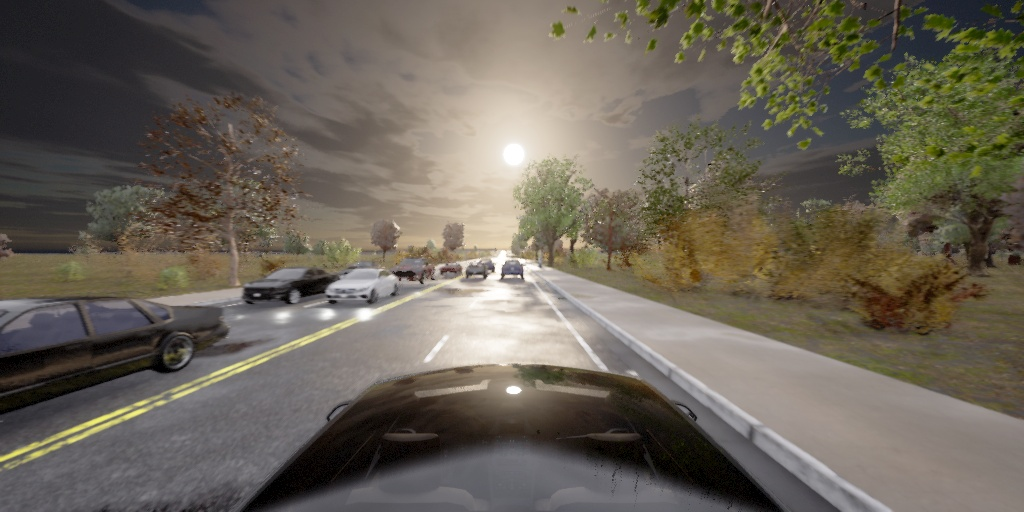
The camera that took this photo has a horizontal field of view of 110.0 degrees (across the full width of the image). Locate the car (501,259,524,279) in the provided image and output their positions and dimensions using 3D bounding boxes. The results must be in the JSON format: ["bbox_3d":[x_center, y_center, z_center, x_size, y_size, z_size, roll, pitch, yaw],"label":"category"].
[{"bbox_3d":[0.041,1.111,33.422,2.097,1.767,4.553,0,0,0],"label":"car"}]

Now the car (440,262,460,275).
[{"bbox_3d":[-6.458,1.348,38.448,1.895,1.301,4.718,0,0,0],"label":"car"}]

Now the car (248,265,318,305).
[{"bbox_3d":[-9.827,1.217,16.319,1.882,1.535,5.008,0,0,0],"label":"car"}]

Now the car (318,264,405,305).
[{"bbox_3d":[-6.566,1.271,16.300,1.812,1.442,4.674,0,0,0],"label":"car"}]

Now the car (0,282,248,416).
[{"bbox_3d":[-6.595,1.286,4.817,2.033,1.411,5.357,0,0,0],"label":"car"}]

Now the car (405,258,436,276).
[{"bbox_3d":[-9.707,1.092,38.467,2.097,1.767,4.553,0,0,0],"label":"car"}]

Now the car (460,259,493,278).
[{"bbox_3d":[-3.209,1.245,33.457,2.128,1.511,4.902,0,0,0],"label":"car"}]

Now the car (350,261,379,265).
[{"bbox_3d":[-9.722,1.013,23.709,1.994,1.385,4.181,0,0,0],"label":"car"}]

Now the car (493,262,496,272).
[{"bbox_3d":[-3.178,1.102,45.108,2.097,1.767,4.553,0,0,0],"label":"car"}]

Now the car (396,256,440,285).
[{"bbox_3d":[-6.472,0.821,23.735,2.097,1.767,4.553,0,0,0],"label":"car"}]
